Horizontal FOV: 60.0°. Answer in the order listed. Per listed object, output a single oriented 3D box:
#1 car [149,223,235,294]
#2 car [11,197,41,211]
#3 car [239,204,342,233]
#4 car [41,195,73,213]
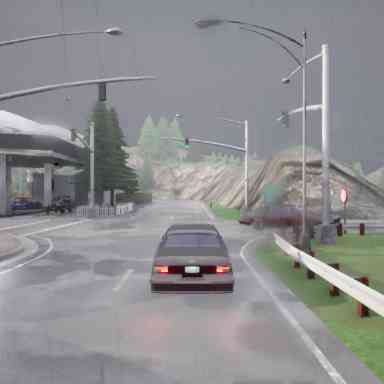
[{"bbox_3d":[0.003,1.547,8.940,2.033,1.411,5.357,0,0,0],"label":"car"},{"bbox_3d":[-20.224,1.480,40.803,2.242,1.667,4.611,0,0,-1],"label":"car"},{"bbox_3d":[5.217,1.382,18.161,5.357,1.411,2.033,-1,0,37],"label":"car"},{"bbox_3d":[-14.519,1.313,36.524,1.905,1.878,3.866,0,0,-1],"label":"car"}]
